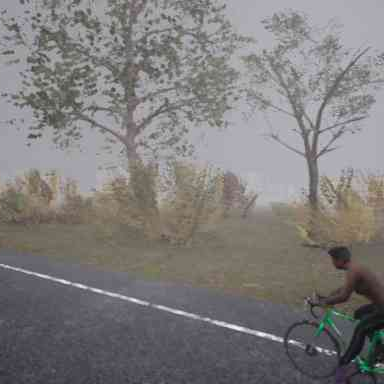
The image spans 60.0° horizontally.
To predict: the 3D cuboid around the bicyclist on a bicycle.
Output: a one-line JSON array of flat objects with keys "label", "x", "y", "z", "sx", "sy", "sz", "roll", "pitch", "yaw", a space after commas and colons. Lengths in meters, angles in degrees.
[{"label": "bicyclist on a bicycle", "x": 1.835, "y": 1.452, "z": 3.747, "sx": 1.656, "sy": 1.620, "sz": 0.582, "roll": 0, "pitch": 0, "yaw": 35}]
